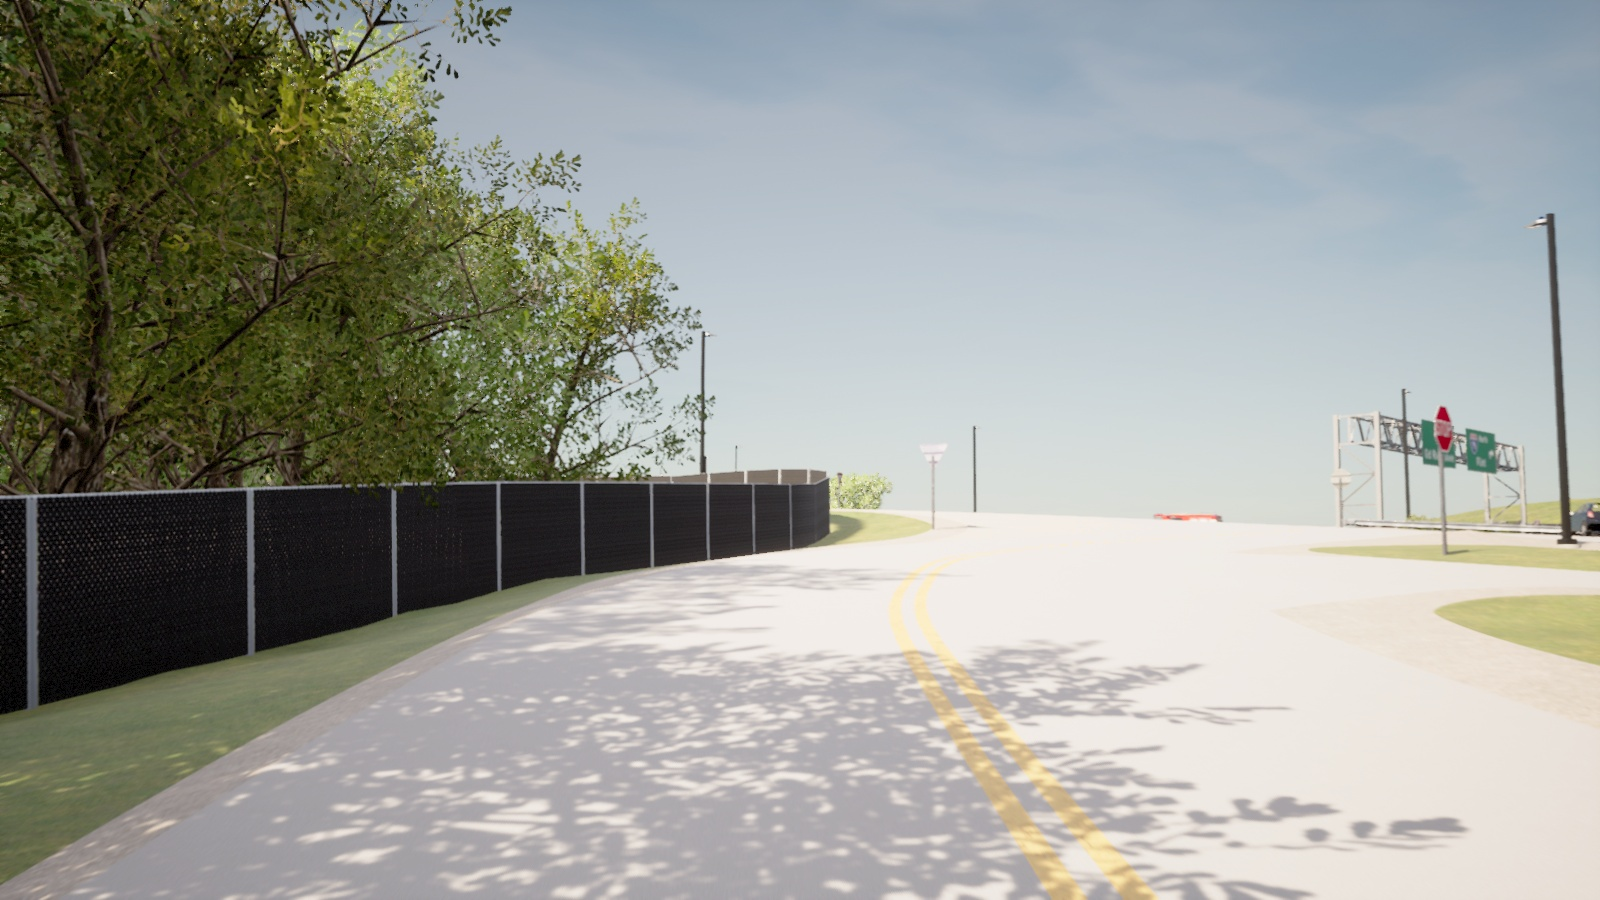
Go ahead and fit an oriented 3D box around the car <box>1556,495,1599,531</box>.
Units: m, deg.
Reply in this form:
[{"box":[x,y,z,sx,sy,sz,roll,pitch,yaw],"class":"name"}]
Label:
[{"box":[35.048,2.806,55.601,1.845,1.501,3.633,2,-3,17],"class":"car"}]
